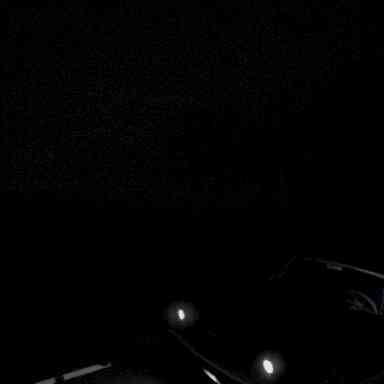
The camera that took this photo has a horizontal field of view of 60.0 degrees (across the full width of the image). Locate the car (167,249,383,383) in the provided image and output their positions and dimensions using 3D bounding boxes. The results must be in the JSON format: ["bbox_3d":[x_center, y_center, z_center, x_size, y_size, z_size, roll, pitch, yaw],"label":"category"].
[{"bbox_3d":[2.060,1.585,4.637,4.718,1.301,1.895,0,0,-33],"label":"car"}]
